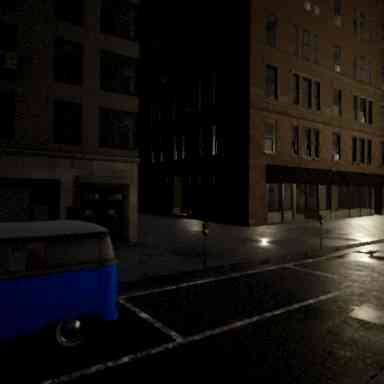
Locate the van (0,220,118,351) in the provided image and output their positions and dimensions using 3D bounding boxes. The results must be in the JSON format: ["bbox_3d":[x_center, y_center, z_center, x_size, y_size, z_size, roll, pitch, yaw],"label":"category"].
[{"bbox_3d":[-3.042,1.341,4.583,3.998,1.788,1.690,0,1,-35],"label":"van"}]
